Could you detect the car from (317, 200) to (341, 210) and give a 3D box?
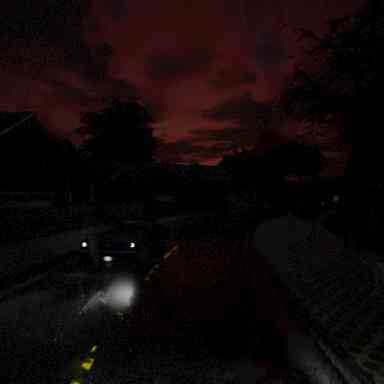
[{"bbox_3d":[23.327,2.087,56.547,4.553,1.767,2.097,1,-1,-39],"label":"car"}]

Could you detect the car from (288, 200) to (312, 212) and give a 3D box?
[{"bbox_3d":[15.678,1.894,48.310,2.097,1.767,4.553,0,-1,40],"label":"car"}]

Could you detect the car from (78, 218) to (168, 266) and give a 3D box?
[{"bbox_3d":[-2.185,1.618,11.757,1.895,1.301,4.718,0,0,6],"label":"car"}]
